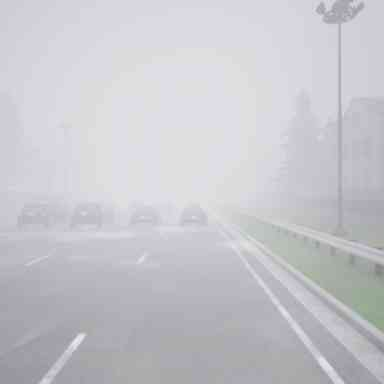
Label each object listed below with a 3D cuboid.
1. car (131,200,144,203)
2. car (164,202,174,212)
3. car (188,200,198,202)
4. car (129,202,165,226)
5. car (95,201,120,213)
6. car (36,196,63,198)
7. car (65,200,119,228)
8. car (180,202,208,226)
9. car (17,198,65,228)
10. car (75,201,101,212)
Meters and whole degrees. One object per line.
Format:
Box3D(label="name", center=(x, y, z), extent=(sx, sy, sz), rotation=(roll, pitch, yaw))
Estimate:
Box3D(label="car", center=(-6.878, 1.753, 42.687), extent=(2.128, 1.511, 4.902), rotation=(0, 0, 0))
Box3D(label="car", center=(-3.382, 1.863, 42.456), extent=(1.895, 1.301, 4.718), rotation=(0, 0, 0))
Box3D(label="car", center=(0.129, 1.764, 43.870), extent=(2.128, 1.511, 4.902), rotation=(0, 0, 0))
Box3D(label="car", center=(-3.373, 1.717, 24.906), extent=(1.994, 1.385, 4.181), rotation=(0, 0, 0))
Box3D(label="car", center=(-10.389, 1.852, 41.415), extent=(1.895, 1.301, 4.718), rotation=(0, 0, 0))
Box3D(label="car", center=(-13.963, 1.422, 33.548), extent=(2.150, 2.045, 5.566), rotation=(0, 0, 0))
Box3D(label="car", center=(-6.876, 1.493, 23.421), extent=(2.097, 1.767, 4.553), rotation=(0, -1, 0))
Box3D(label="car", center=(0.126, 1.719, 24.924), extent=(1.994, 1.385, 4.181), rotation=(0, 0, 0))
Box3D(label="car", center=(-10.374, 1.492, 23.607), extent=(2.097, 1.767, 4.553), rotation=(0, -1, 0))
Box3D(label="car", center=(-13.942, 1.872, 44.868), extent=(1.895, 1.301, 4.718), rotation=(0, 0, 0))
